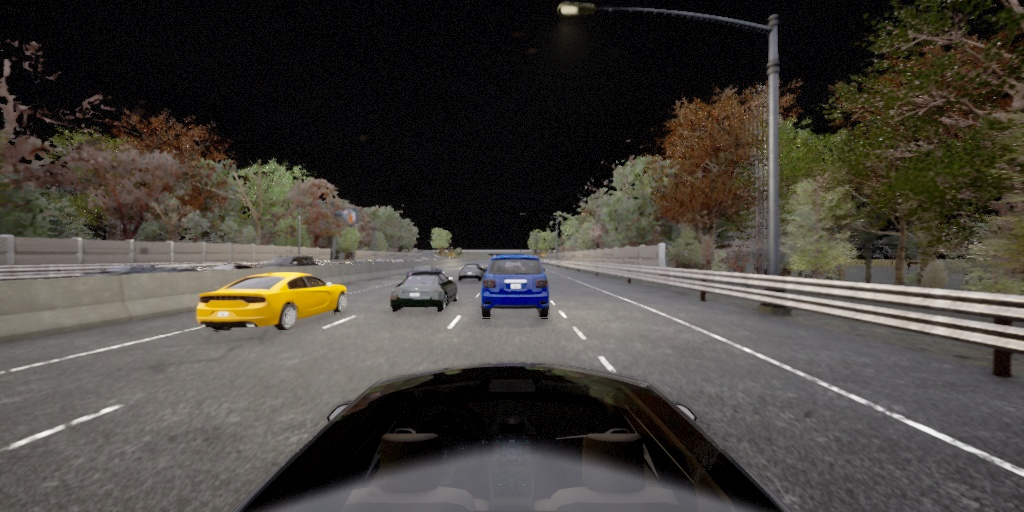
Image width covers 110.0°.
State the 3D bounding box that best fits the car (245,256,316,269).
[{"bbox_3d":[-17.593,1.007,28.127,2.150,2.045,5.566,0,0,0],"label":"car"}]

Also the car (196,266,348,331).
[{"bbox_3d":[-6.897,1.237,11.038,1.882,1.535,5.008,0,0,0],"label":"car"}]

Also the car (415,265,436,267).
[{"bbox_3d":[-6.894,1.387,28.865,1.895,1.301,4.718,0,0,0],"label":"car"}]

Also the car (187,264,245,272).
[{"bbox_3d":[-21.093,1.309,26.771,1.812,1.442,4.674,0,0,0],"label":"car"}]

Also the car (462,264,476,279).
[{"bbox_3d":[-3.393,1.353,30.783,1.994,1.385,4.181,0,0,0],"label":"car"}]

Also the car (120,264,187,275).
[{"bbox_3d":[-24.595,1.382,25.861,1.895,1.301,4.718,0,0,0],"label":"car"}]

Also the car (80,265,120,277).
[{"bbox_3d":[-28.094,1.330,26.484,2.033,1.411,5.357,0,0,0],"label":"car"}]

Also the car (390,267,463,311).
[{"bbox_3d":[-3.398,1.328,14.545,1.994,1.385,4.181,0,0,0],"label":"car"}]

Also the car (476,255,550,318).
[{"bbox_3d":[0.089,0.983,13.149,2.150,2.045,5.566,0,0,0],"label":"car"}]
